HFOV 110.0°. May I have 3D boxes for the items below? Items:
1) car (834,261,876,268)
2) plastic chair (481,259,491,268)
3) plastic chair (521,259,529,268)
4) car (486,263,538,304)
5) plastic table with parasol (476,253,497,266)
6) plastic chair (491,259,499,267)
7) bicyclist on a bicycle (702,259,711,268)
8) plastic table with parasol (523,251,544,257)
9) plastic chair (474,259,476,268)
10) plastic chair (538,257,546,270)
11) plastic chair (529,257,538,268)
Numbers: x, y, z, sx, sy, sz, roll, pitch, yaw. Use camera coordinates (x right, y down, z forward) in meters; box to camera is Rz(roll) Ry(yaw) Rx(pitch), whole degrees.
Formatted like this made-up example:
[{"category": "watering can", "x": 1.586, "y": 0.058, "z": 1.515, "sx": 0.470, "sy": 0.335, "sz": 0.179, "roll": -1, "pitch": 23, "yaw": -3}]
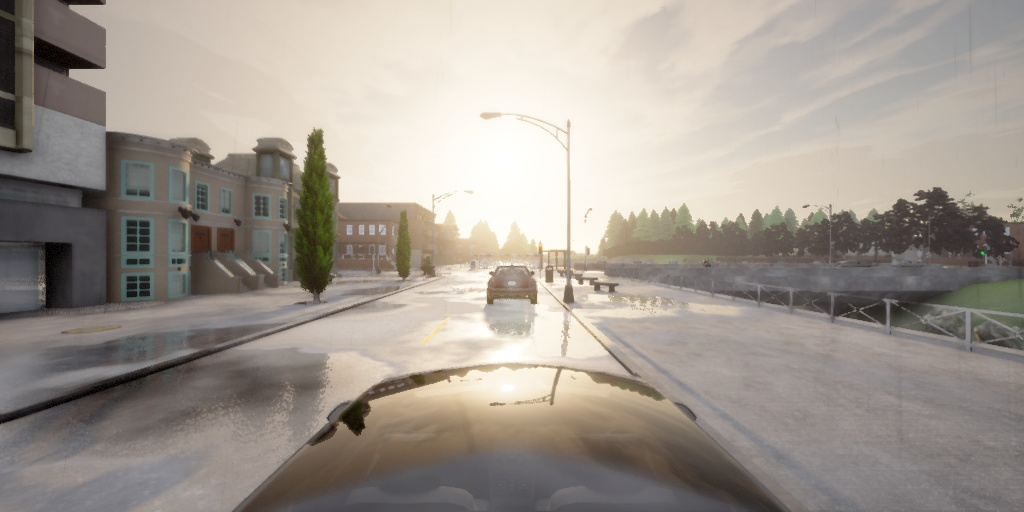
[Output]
[{"category": "car", "x": 39.011, "y": 1.266, "z": 40.780, "sx": 4.892, "sy": 1.490, "sz": 1.837, "roll": 0, "pitch": 0, "yaw": 0}, {"category": "plastic chair", "x": -4.361, "y": 1.278, "z": 59.470, "sx": 0.750, "sy": 1.272, "sz": 0.730, "roll": 0, "pitch": 0, "yaw": 0}, {"category": "plastic chair", "x": 2.239, "y": 1.278, "z": 59.970, "sx": 0.730, "sy": 1.272, "sz": 0.750, "roll": 0, "pitch": 0, "yaw": 0}, {"category": "car", "x": 0.000, "y": 1.115, "z": 16.470, "sx": 2.097, "sy": 1.767, "sz": 4.553, "roll": 0, "pitch": 0, "yaw": 0}, {"category": "plastic table with parasol", "x": -4.241, "y": 0.674, "z": 60.690, "sx": 2.482, "sy": 2.480, "sz": 2.482, "roll": 0, "pitch": 0, "yaw": 0}, {"category": "plastic chair", "x": -2.961, "y": 1.278, "z": 60.570, "sx": 0.730, "sy": 1.272, "sz": 0.750, "roll": 0, "pitch": 0, "yaw": 0}, {"category": "bicyclist on a bicycle", "x": 19.812, "y": 1.097, "z": 36.477, "sx": 0.582, "sy": 1.620, "sz": 1.656, "roll": 0, "pitch": 0, "yaw": 0}, {"category": "plastic table with parasol", "x": 3.579, "y": 0.674, "z": 59.940, "sx": 2.482, "sy": 2.480, "sz": 2.482, "roll": 0, "pitch": 0, "yaw": 0}, {"category": "plastic chair", "x": -5.561, "y": 1.278, "z": 60.770, "sx": 0.730, "sy": 1.272, "sz": 0.750, "roll": 0, "pitch": 0, "yaw": 0}, {"category": "plastic chair", "x": 4.839, "y": 1.278, "z": 59.771, "sx": 0.730, "sy": 1.272, "sz": 0.750, "roll": 0, "pitch": 0, "yaw": 0}, {"category": "plastic chair", "x": 3.439, "y": 1.278, "z": 58.670, "sx": 0.750, "sy": 1.272, "sz": 0.730, "roll": 0, "pitch": 0, "yaw": 0}]
